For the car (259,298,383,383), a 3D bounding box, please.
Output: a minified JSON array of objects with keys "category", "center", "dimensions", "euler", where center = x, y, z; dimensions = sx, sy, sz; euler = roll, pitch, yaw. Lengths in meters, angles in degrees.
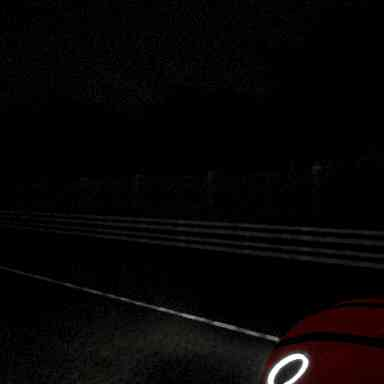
[{"category":"car","center":[2.699,1.345,2.066],"dimensions":[4.553,1.767,2.097],"euler":[0,0,36]}]
